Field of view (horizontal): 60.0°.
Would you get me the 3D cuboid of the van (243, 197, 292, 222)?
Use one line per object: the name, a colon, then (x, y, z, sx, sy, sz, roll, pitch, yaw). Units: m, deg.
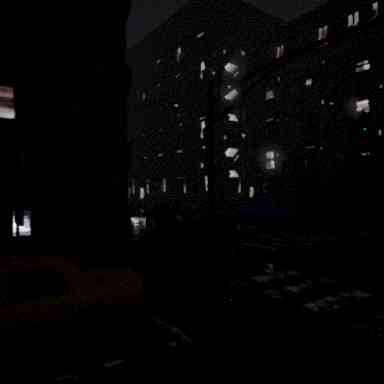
van: (5.657, 1.262, 25.401, 1.690, 1.788, 3.998, 0, 0, -36)

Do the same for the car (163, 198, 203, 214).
car: (-1.076, 1.432, 34.716, 1.752, 1.417, 4.829, -1, 0, -36)

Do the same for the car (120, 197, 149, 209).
car: (-7.610, 1.445, 43.754, 1.887, 1.381, 4.507, -1, 0, -36)

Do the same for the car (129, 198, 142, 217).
car: (-5.771, 1.445, 31.327, 2.128, 1.511, 4.902, -1, 0, -36)

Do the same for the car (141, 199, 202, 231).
car: (-1.145, 1.430, 20.507, 1.967, 1.590, 4.097, 0, 0, -36)

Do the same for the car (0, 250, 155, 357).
car: (-2.883, 1.525, 4.511, 4.829, 1.417, 1.752, 0, 0, -35)
